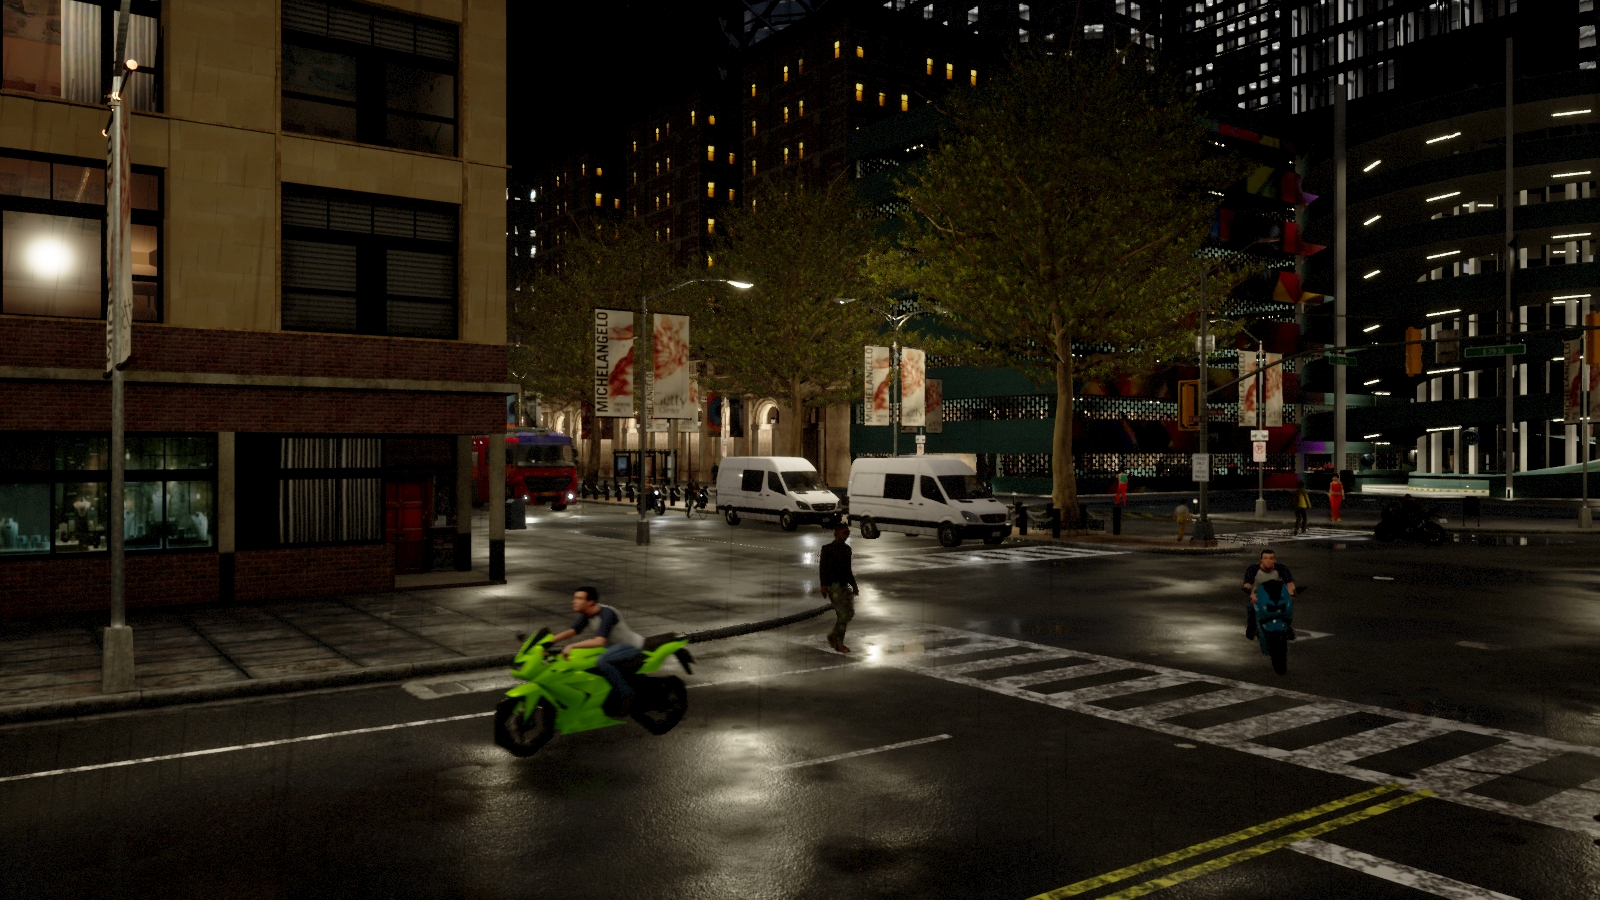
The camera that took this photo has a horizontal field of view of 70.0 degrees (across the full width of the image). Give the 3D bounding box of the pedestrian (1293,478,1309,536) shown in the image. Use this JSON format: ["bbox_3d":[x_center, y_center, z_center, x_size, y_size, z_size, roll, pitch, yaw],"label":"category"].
[{"bbox_3d":[16.353,1.848,37.314,0.375,1.860,0.375,0,0,-44],"label":"pedestrian"}]

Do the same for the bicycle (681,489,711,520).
[{"bbox_3d":[-4.230,2.210,46.464,0.329,1.171,1.835,0,0,-35],"label":"bicycle"}]

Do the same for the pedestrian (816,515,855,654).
[{"bbox_3d":[0.492,1.849,15.817,0.375,1.860,0.375,0,0,-43],"label":"pedestrian"}]

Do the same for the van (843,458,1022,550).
[{"bbox_3d":[3.904,1.535,34.954,1.988,2.561,5.915,0,0,-35],"label":"van"}]

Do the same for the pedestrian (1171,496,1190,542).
[{"bbox_3d":[11.029,1.986,33.119,0.375,1.300,0.375,0,0,-34],"label":"pedestrian"}]

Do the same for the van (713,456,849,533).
[{"bbox_3d":[-0.813,1.534,41.652,1.988,2.561,5.915,0,0,-35],"label":"van"}]

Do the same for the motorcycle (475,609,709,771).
[{"bbox_3d":[-1.951,2.213,10.843,2.033,1.145,0.803,0,0,-35],"label":"motorcycle"}]

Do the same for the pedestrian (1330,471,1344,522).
[{"bbox_3d":[19.623,1.696,41.768,0.375,1.860,0.375,0,0,42],"label":"pedestrian"}]
